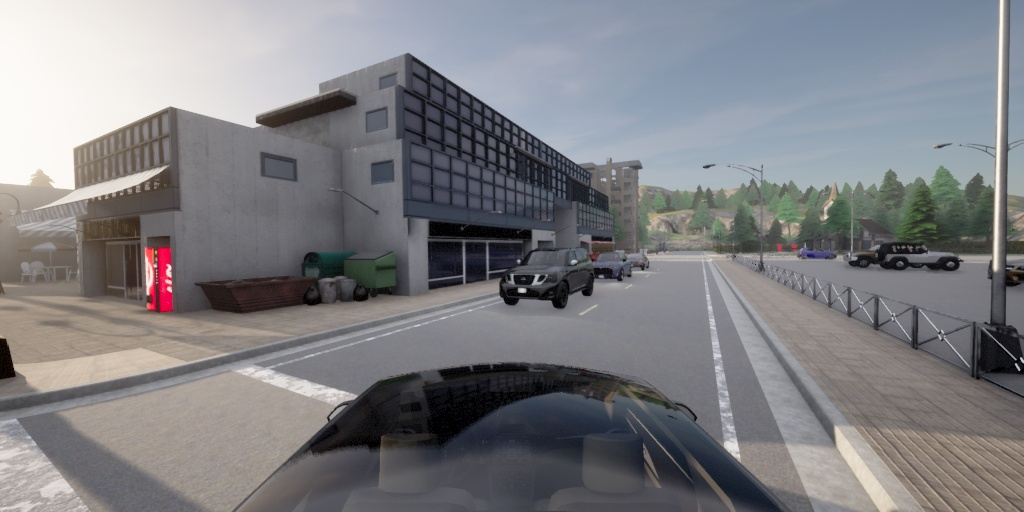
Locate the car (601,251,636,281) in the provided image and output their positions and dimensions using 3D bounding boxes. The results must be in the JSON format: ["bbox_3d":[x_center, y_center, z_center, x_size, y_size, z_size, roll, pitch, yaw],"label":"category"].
[{"bbox_3d":[6.188,0.549,22.663,2.097,1.767,4.553,0,2,28],"label":"car"}]

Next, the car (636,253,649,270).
[{"bbox_3d":[10.958,0.446,31.715,1.812,1.442,4.674,0,2,28],"label":"car"}]

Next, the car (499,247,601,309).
[{"bbox_3d":[1.606,0.686,13.959,2.150,2.045,5.566,0,1,28],"label":"car"}]
